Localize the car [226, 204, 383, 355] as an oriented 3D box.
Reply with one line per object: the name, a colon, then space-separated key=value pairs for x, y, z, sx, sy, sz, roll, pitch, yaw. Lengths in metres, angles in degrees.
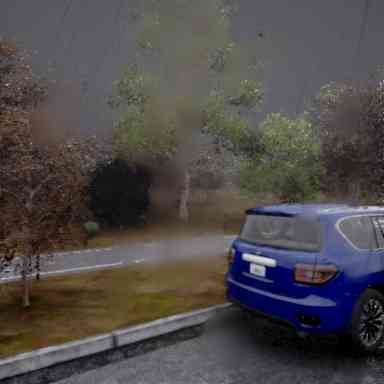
car: x=3.205 y=1.250 z=6.330 sx=5.566 sy=2.045 sz=2.435 roll=0 pitch=0 yaw=-33
